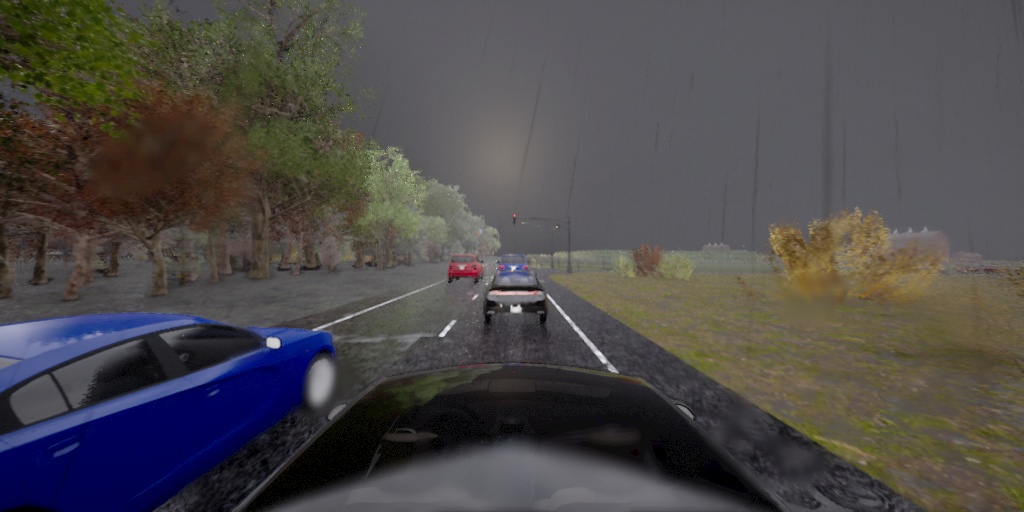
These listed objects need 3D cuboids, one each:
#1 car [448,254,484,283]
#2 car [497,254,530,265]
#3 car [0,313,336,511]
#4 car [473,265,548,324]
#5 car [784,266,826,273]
[{"bbox_3d":[-3.392,0.892,26.925,2.150,2.045,5.566,0,0,0],"label":"car"},{"bbox_3d":[0.108,0.897,25.475,2.150,2.045,5.566,0,0,0],"label":"car"},{"bbox_3d":[-3.400,1.224,3.052,1.882,1.535,5.008,0,0,0],"label":"car"},{"bbox_3d":[0.104,1.208,11.850,2.128,1.511,4.902,0,0,0],"label":"car"},{"bbox_3d":[39.546,1.431,48.540,4.553,1.767,2.097,1,-1,1],"label":"car"}]
